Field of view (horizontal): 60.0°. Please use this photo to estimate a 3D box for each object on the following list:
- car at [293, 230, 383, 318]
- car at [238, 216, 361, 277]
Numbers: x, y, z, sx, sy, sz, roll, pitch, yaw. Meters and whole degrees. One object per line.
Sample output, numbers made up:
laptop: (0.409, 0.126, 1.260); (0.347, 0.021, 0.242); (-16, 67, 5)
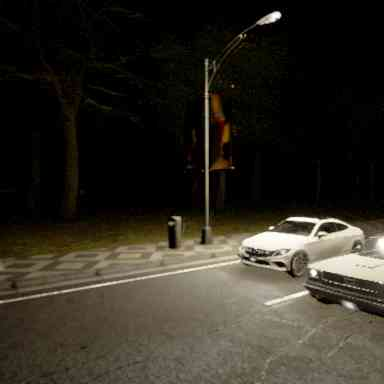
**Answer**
car: (4.421, 1.573, 6.837); (4.718, 1.301, 1.895); (0, 0, -35)
car: (3.514, 1.493, 10.184); (4.674, 1.442, 1.812); (0, 0, -35)
